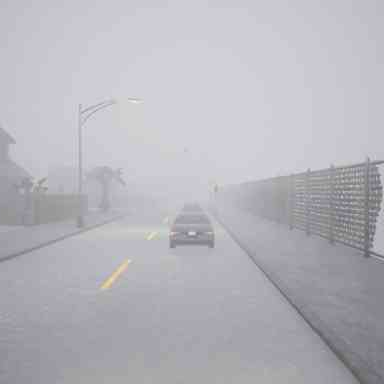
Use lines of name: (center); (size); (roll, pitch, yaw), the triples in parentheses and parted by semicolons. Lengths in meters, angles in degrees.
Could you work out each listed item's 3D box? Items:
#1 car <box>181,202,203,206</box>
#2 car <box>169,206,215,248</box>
car: (0.000, 1.571, 29.651); (1.994, 1.385, 4.181); (0, 0, 0)
car: (0.000, 1.562, 14.650); (2.033, 1.411, 5.357); (0, 0, 0)
